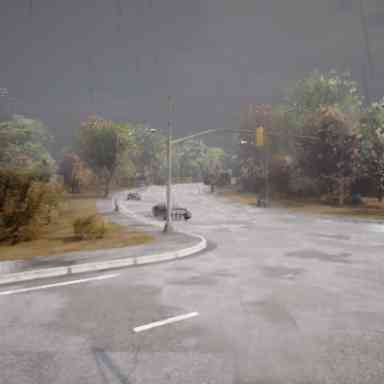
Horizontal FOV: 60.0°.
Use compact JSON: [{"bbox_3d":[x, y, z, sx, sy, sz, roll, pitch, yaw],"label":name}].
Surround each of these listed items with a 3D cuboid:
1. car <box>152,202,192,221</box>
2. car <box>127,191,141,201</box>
[{"bbox_3d":[-1.803,1.499,27.107,2.033,1.411,5.357,1,1,-23],"label":"car"},{"bbox_3d":[-8.855,0.604,50.524,1.994,1.385,4.181,0,3,-11],"label":"car"}]
